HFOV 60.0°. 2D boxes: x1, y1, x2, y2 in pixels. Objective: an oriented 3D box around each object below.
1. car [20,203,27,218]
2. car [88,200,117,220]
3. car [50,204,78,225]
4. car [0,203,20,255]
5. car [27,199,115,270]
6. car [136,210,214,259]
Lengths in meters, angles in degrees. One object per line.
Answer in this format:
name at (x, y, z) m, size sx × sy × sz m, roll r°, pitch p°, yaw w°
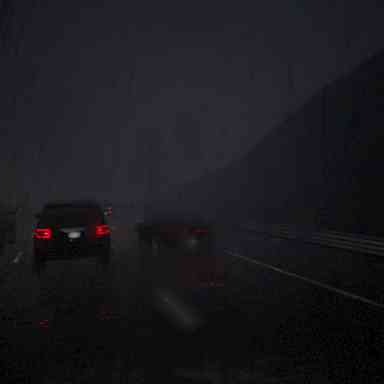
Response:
car at (-16.120, 1.777, 30.925) m, size 1.882 × 1.535 × 5.008 m, roll -2°, pitch 0°, yaw -25°
car at (-8.461, 1.593, 31.052) m, size 1.837 × 1.490 × 4.892 m, roll -1°, pitch 1°, yaw -24°
car at (-10.602, 1.765, 27.288) m, size 1.895 × 1.301 × 4.718 m, roll -2°, pitch 0°, yaw -24°
car at (-8.731, 1.400, 13.652) m, size 2.150 × 2.045 × 5.566 m, roll -2°, pitch 1°, yaw -21°
car at (-4.213, 1.283, 11.676) m, size 2.150 × 2.045 × 5.566 m, roll -2°, pitch 0°, yaw -21°
car at (-0.866, 1.440, 12.742) m, size 1.882 × 1.535 × 5.008 m, roll -2°, pitch 1°, yaw -21°
